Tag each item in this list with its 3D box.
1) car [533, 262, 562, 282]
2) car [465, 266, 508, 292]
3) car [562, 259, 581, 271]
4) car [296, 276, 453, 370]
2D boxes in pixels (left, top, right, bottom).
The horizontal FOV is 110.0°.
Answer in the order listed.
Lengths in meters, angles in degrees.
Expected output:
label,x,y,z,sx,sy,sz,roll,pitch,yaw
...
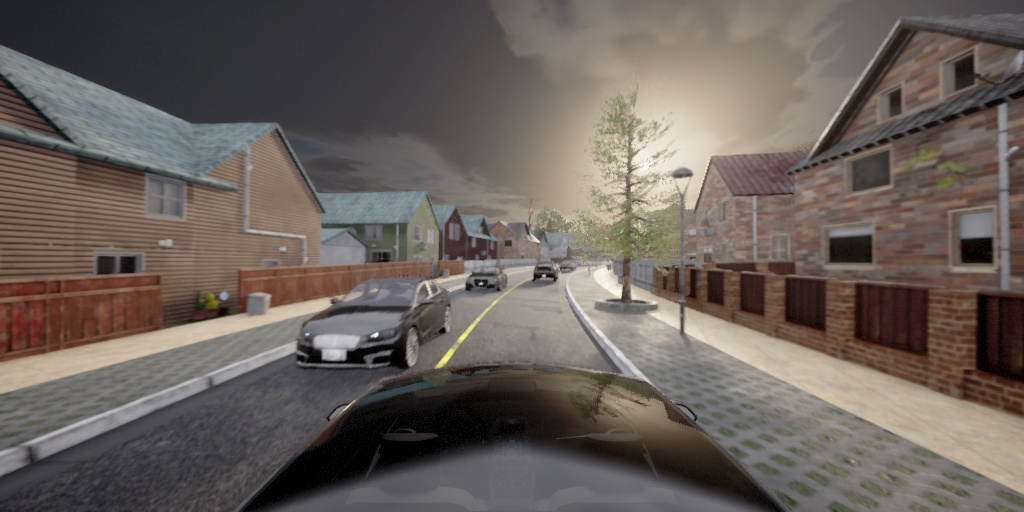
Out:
label,x,y,z,sx,sy,sz,roll,pitch,yaw
car,2.816,1.233,29.262,1.837,1.490,4.892,0,0,10
car,-1.413,1.295,21.287,1.994,1.385,4.181,0,0,8
car,7.546,1.244,48.064,2.033,1.411,5.357,0,0,18
car,-2.591,1.230,7.871,2.128,1.511,4.902,0,0,2
